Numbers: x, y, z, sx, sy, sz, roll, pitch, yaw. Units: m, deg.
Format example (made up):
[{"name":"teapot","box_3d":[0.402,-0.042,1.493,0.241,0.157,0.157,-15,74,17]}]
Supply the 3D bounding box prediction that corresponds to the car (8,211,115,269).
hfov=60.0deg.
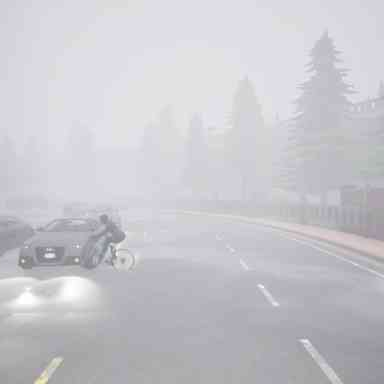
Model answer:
[{"name":"car","box_3d":[-4.020,1.562,11.058,1.994,1.385,4.181,0,0,-4]}]

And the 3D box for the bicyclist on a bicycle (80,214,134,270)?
[{"name":"bicyclist on a bicycle","box_3d":[-2.455,1.485,9.639,1.656,1.620,0.582,5,0,-3]}]

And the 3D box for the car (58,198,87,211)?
[{"name":"car","box_3d":[-10.103,1.505,29.650,1.837,1.490,4.892,0,0,-35]}]

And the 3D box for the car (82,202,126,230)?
[{"name":"car","box_3d":[-5.619,1.564,20.824,1.994,1.385,4.181,0,0,-20]}]

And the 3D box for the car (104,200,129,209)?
[{"name":"car","box_3d":[-9.637,1.601,39.239,4.718,1.301,1.895,0,0,41]}]

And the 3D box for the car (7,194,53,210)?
[{"name":"car","box_3d":[-20.911,1.221,42.319,5.566,2.045,2.150,0,0,22]}]

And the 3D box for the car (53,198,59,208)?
[{"name":"car","box_3d":[-18.035,1.526,44.855,4.674,1.442,1.812,0,0,23]}]

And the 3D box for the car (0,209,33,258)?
[{"name":"car","box_3d":[-7.567,1.563,12.455,1.994,1.385,4.181,0,0,-4]}]
